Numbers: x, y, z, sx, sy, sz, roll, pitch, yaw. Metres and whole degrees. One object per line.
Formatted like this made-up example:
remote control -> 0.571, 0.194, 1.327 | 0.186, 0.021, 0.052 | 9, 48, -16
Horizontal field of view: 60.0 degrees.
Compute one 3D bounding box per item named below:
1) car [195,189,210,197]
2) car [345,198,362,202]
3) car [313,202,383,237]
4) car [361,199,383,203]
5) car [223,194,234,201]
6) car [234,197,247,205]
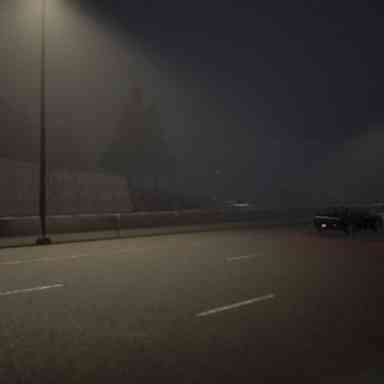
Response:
car -> 3.062, 0.276, 95.432 | 2.150, 2.045, 5.566 | 0, 4, -29
car -> 29.053, 1.773, 58.988 | 4.718, 1.301, 1.895 | 0, 0, -35
car -> 8.808, 1.545, 18.625 | 4.902, 1.511, 2.128 | 0, 0, -35
car -> 31.214, 1.774, 56.235 | 4.718, 1.301, 1.895 | 0, 0, -35
car -> 8.980, 1.278, 80.647 | 2.097, 1.767, 4.553 | 0, 1, -10
car -> 9.637, 1.698, 64.377 | 1.994, 1.385, 4.181 | 0, 0, 8
